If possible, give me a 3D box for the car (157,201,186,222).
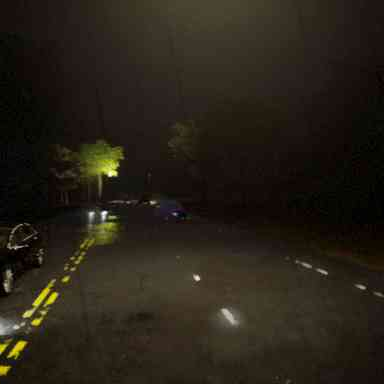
[{"bbox_3d":[-1.738,1.496,26.820,1.882,1.535,5.008,-1,0,-11],"label":"car"}]

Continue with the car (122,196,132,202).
[{"bbox_3d":[-18.438,1.890,92.125,1.882,1.535,5.008,-1,0,-11],"label":"car"}]

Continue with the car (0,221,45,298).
[{"bbox_3d":[-5.209,1.585,8.595,1.837,1.490,4.892,-1,0,-11],"label":"car"}]

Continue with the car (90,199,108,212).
[{"bbox_3d":[-11.810,1.670,42.402,1.837,1.490,4.892,-2,0,-9],"label":"car"}]

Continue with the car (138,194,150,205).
[{"bbox_3d":[-9.292,1.399,64.378,2.150,2.045,5.566,-1,0,-11],"label":"car"}]
